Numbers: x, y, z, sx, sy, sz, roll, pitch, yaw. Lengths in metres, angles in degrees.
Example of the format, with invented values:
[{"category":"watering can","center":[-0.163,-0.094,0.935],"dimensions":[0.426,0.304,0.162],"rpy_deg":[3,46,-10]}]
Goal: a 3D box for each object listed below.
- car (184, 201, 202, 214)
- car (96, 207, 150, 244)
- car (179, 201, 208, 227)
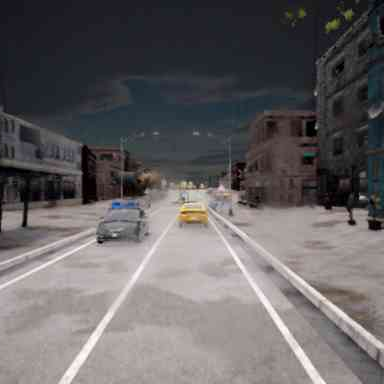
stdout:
[{"category":"car","center":[0.094,1.804,39.950],"dimensions":[1.994,1.385,4.181],"rpy_deg":[0,0,0]},{"category":"car","center":[-3.100,1.499,15.736],"dimensions":[1.837,1.490,4.892],"rpy_deg":[0,0,0]},{"category":"car","center":[0.099,1.518,23.166],"dimensions":[1.882,1.535,5.008],"rpy_deg":[0,-1,0]}]
